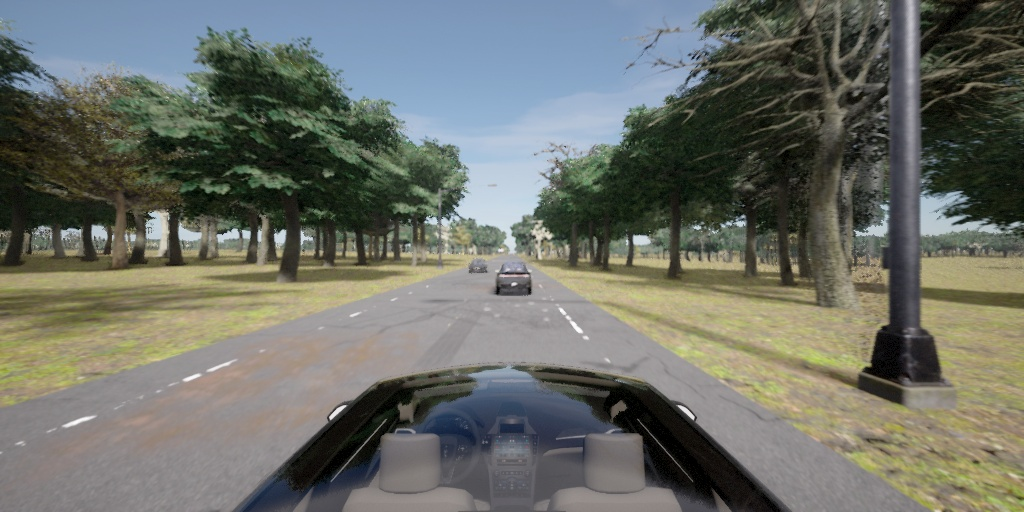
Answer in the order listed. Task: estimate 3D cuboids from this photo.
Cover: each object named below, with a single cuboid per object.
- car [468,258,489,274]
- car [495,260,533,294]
[{"bbox_3d":[-3.499,1.027,37.767,1.837,1.490,4.892,0,0,0],"label":"car"},{"bbox_3d":[0.092,1.127,19.317,2.128,1.511,4.902,0,0,0],"label":"car"}]
